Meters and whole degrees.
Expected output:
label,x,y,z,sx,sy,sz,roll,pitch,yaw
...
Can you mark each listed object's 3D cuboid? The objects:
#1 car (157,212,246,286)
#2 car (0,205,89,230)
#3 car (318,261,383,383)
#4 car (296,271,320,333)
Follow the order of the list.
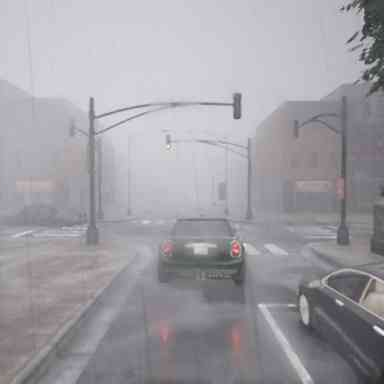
label,x,y,z,sx,sy,sz,roll,pitch,yaw
car,0.353,1.355,9.651,2.097,1.767,4.553,0,0,4
car,-9.089,1.480,20.223,5.357,1.411,2.033,1,1,6
car,2.671,1.526,2.182,1.752,1.417,4.829,-1,0,0
car,2.648,1.552,4.156,2.008,1.369,4.403,-1,0,0
